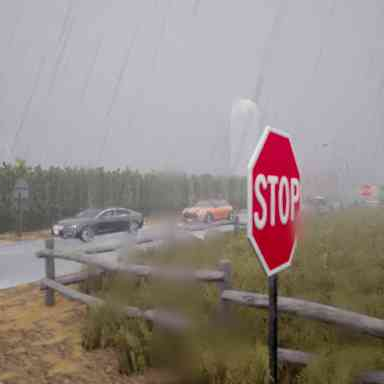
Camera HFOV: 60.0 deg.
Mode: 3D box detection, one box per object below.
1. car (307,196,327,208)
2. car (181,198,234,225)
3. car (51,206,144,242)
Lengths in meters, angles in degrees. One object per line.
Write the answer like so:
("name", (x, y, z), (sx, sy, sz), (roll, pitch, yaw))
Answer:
("car", (16.682, 1.303, 44.281), (1.837, 1.490, 4.892), (0, 1, 11))
("car", (1.196, 1.345, 24.474), (2.097, 1.767, 4.553), (0, 0, 37))
("car", (-4.510, 1.491, 16.545), (2.128, 1.511, 4.902), (0, 0, 36))
